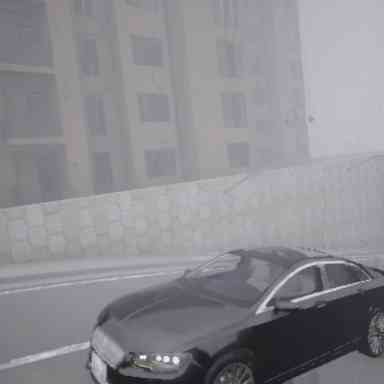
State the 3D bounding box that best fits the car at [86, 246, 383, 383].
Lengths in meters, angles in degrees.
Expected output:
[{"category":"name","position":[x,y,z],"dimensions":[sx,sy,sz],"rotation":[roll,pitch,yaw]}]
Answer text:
[{"category":"car","position":[1.073,1.594,4.755],"dimensions":[4.902,1.511,2.128],"rotation":[3,-2,-35]}]
